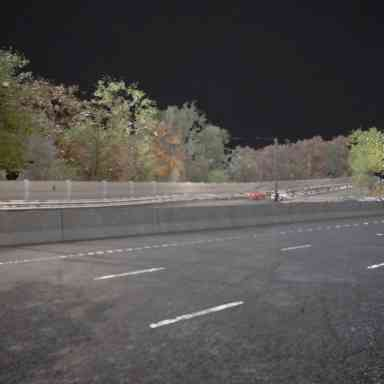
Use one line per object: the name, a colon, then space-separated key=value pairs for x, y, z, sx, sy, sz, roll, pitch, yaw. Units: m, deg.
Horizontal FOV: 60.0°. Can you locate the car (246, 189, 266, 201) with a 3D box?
car: x=11.614 y=0.558 z=60.262 sx=2.150 sy=2.045 sz=5.566 roll=0 pitch=1 yaw=31

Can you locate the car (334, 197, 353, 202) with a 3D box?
car: x=23.747 y=1.457 z=51.212 sx=4.902 sy=1.511 sz=2.128 roll=0 pitch=0 yaw=-35

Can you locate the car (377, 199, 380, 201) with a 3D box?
car: x=27.814 y=1.576 z=45.522 sx=4.718 sy=1.301 sz=1.895 roll=0 pitch=0 yaw=-35

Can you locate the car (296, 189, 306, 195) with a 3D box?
car: x=28.459 y=-0.070 z=86.433 sx=1.994 sy=1.385 sz=4.181 roll=0 pitch=2 yaw=35

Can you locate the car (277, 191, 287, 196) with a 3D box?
car: x=19.734 y=0.534 z=73.495 sx=1.812 sy=1.442 sz=4.674 roll=0 pitch=1 yaw=32

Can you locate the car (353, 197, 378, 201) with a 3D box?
car: x=25.920 y=1.496 z=48.468 sx=4.674 sy=1.442 sz=1.812 roll=0 pitch=0 yaw=-35
